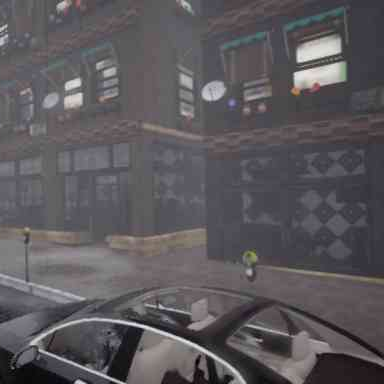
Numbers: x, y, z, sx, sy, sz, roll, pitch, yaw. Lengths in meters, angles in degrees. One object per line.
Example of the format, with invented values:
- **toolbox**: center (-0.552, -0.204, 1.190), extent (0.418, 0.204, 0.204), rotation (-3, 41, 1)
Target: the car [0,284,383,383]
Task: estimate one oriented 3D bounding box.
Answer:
- **car**: center (-0.268, 1.541, 2.923), extent (4.403, 1.369, 2.008), rotation (0, -1, 35)
